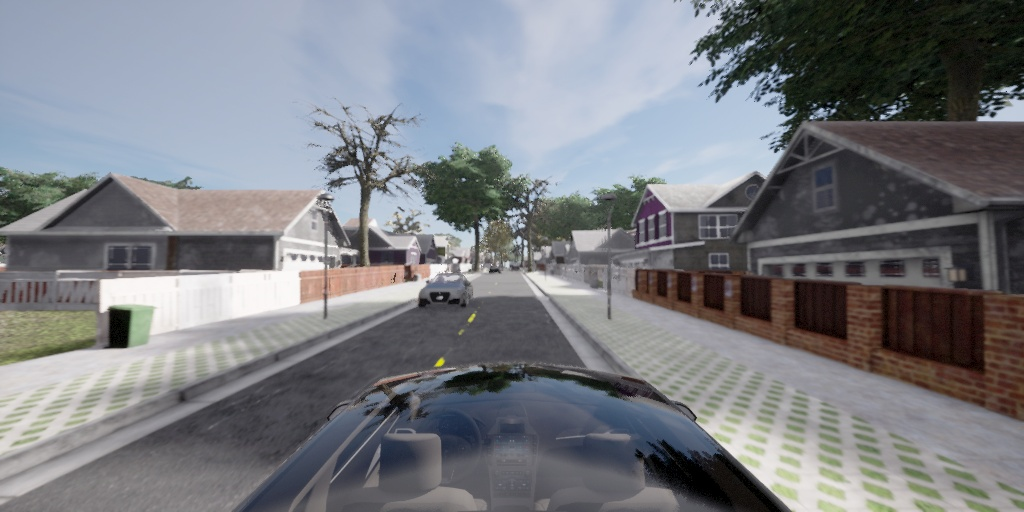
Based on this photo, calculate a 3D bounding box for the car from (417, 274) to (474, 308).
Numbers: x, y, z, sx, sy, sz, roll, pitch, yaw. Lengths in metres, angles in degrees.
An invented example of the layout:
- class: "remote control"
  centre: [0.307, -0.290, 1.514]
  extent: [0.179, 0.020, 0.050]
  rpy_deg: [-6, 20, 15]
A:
- class: "car"
  centre: [-2.847, 1.485, 16.122]
  extent: [1.994, 1.385, 4.181]
  rpy_deg: [0, -1, 0]

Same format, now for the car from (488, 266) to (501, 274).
- class: "car"
  centre: [-2.785, 2.206, 58.220]
  extent: [1.895, 1.301, 4.718]
  rpy_deg: [0, -1, 1]
